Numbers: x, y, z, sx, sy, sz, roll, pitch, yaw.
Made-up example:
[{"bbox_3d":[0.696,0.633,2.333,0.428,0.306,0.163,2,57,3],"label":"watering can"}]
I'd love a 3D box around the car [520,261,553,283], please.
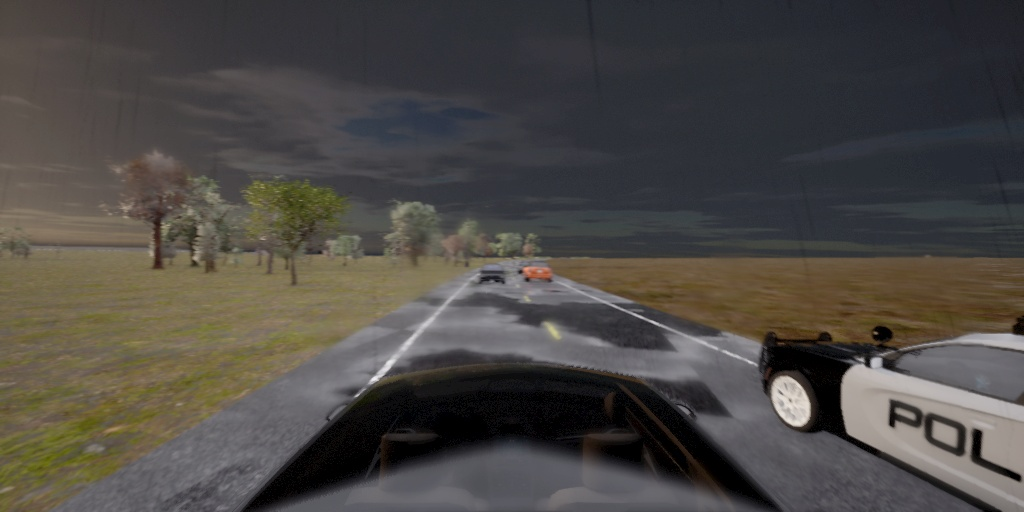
[{"bbox_3d":[2.044,1.162,29.461,2.097,1.767,4.553,2,0,-2],"label":"car"}]

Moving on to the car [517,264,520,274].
[{"bbox_3d":[1.638,1.363,41.519,1.994,1.385,4.181,2,0,0],"label":"car"}]

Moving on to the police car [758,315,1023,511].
[{"bbox_3d":[4.364,1.294,2.880,1.930,1.638,5.238,2,0,-4],"label":"police car"}]

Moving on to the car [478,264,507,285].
[{"bbox_3d":[-1.399,1.265,26.201,2.033,1.411,5.357,2,0,-2],"label":"car"}]
